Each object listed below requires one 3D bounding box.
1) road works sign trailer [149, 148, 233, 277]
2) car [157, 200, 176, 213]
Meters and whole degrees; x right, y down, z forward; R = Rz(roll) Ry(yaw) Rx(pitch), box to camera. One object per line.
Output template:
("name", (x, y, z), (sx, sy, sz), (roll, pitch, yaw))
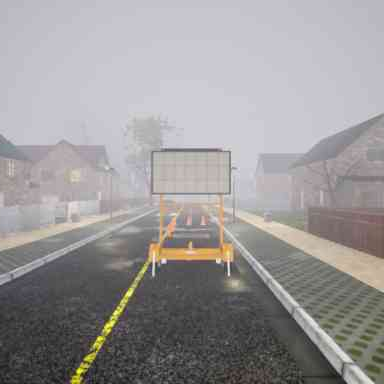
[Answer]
("road works sign trailer", (-0.027, 0.472, 10.208), (2.380, 3.560, 2.880), (0, 0, 0))
("car", (-2.853, 1.646, 38.163), (1.812, 1.442, 4.674), (0, 0, 0))
